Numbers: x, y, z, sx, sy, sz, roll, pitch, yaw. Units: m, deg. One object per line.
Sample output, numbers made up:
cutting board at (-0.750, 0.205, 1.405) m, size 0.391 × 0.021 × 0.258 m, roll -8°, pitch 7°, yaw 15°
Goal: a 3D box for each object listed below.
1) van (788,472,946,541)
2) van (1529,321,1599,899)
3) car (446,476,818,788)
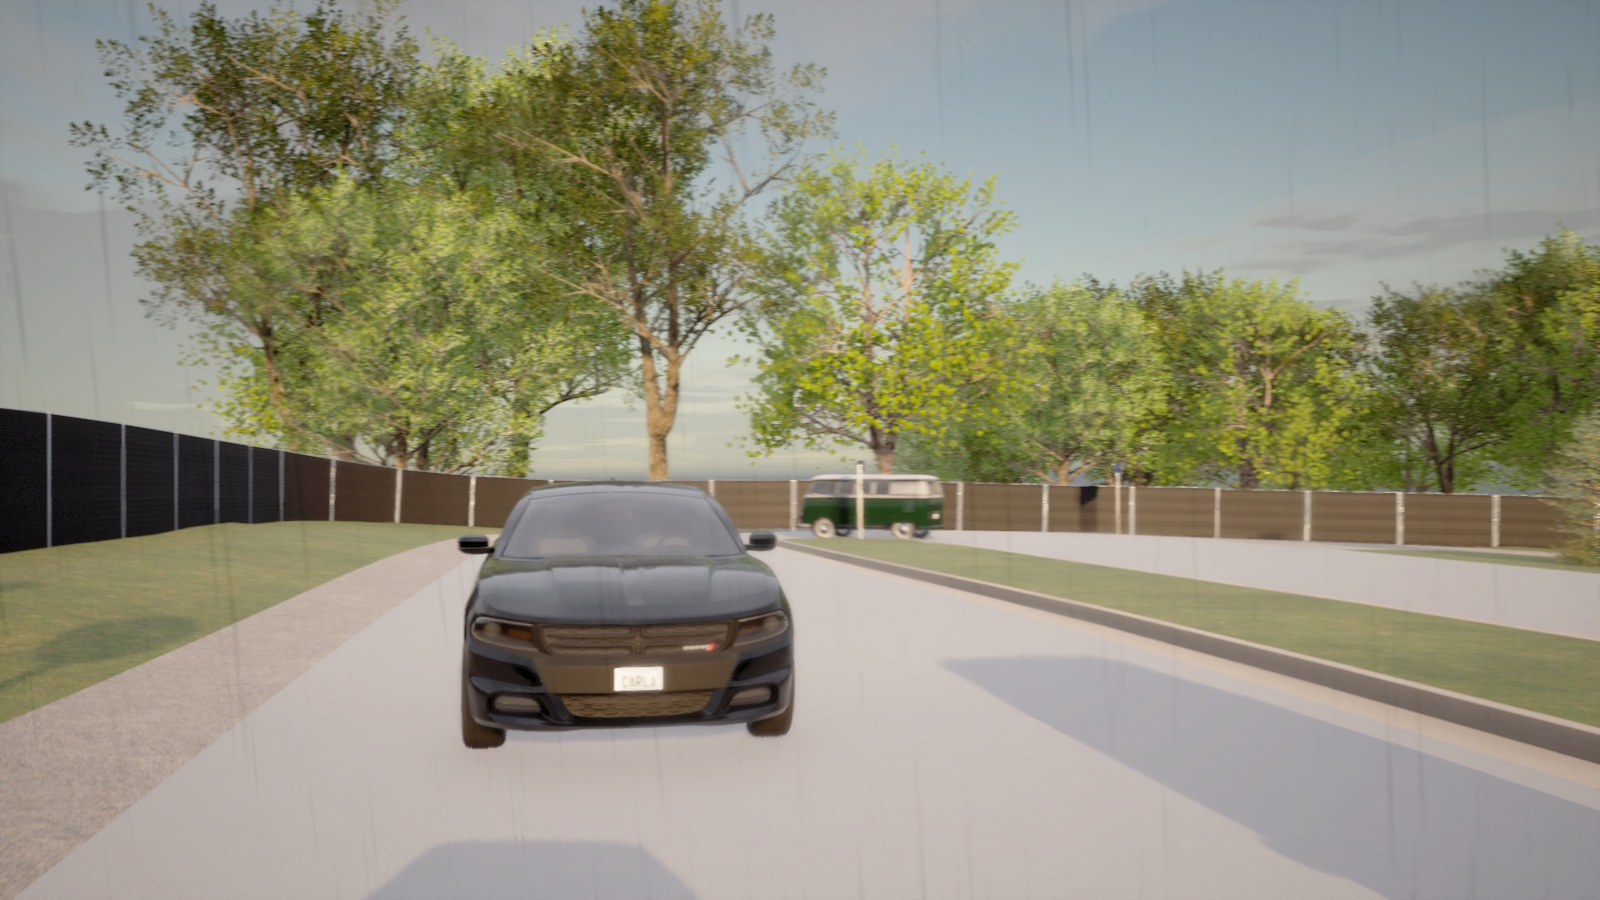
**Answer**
van at (2.046, 1.706, 38.212) m, size 4.442 × 1.987 × 1.775 m, roll -1°, pitch -2°, yaw 23°
van at (3.602, 0.587, 1.960) m, size 1.775 × 1.987 × 4.442 m, roll 0°, pitch -1°, yaw -11°
car at (-1.312, 0.959, 8.890) m, size 1.882 × 1.535 × 5.008 m, roll 0°, pitch -1°, yaw -11°
